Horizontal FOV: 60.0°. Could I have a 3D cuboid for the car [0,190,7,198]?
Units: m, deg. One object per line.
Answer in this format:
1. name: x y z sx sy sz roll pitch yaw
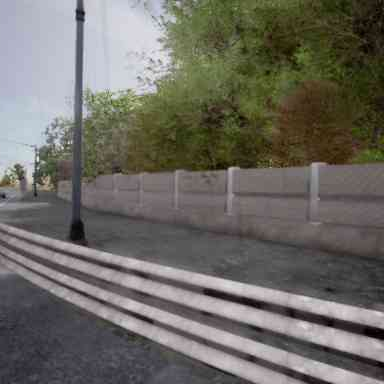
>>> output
1. car: -32.700 0.308 56.446 1.994 1.385 4.181 1 1 -26
